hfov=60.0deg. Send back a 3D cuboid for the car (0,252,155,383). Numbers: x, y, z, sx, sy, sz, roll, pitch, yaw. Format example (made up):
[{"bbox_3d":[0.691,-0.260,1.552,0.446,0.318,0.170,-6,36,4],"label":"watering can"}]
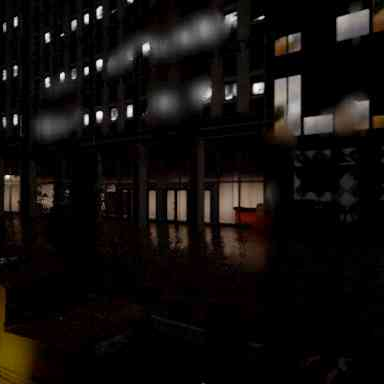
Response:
[{"bbox_3d":[-2.700,1.559,4.793,4.829,1.417,1.752,0,0,36],"label":"car"}]

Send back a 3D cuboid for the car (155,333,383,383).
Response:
[{"bbox_3d":[2.062,1.434,1.390,4.097,1.590,1.967,0,0,36],"label":"car"}]
